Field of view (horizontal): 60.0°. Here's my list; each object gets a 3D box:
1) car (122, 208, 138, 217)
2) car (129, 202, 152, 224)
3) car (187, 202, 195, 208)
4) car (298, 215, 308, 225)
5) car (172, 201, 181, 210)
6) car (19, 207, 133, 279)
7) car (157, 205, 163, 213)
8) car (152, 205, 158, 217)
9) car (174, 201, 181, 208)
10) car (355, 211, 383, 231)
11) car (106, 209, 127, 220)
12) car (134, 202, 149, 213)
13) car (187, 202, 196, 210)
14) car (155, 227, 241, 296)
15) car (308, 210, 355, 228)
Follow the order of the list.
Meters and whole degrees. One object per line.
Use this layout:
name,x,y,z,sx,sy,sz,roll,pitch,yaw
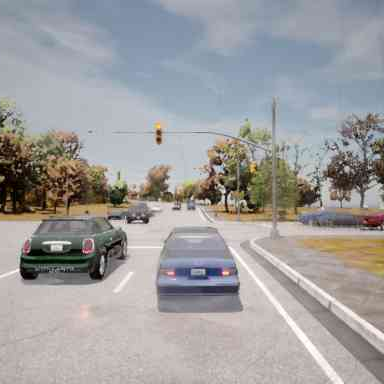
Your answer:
car,-10.703,3.520,57.899,1.895,1.301,4.718,0,-1,0
car,-6.087,2.434,36.554,2.150,2.045,5.566,0,-3,-13
car,-0.278,3.319,88.016,1.994,1.385,4.181,0,0,-4
car,13.179,2.531,33.186,5.008,1.535,1.882,0,-3,-1
car,-3.662,3.551,77.891,1.895,1.301,4.718,0,0,0
car,-3.438,1.488,10.572,2.097,1.767,4.553,0,-1,0
car,-7.143,3.516,68.916,1.812,1.442,4.674,0,0,0
car,-7.202,3.334,53.869,2.128,1.511,4.902,0,-1,0
car,-3.777,3.263,87.923,1.837,1.490,4.892,0,0,-4
car,15.953,2.201,26.068,5.008,1.535,1.882,0,-3,-3
car,-10.731,3.216,47.662,2.033,1.411,5.357,0,-2,-3
car,-10.647,3.213,70.496,2.150,2.045,5.566,0,0,0
car,-0.162,3.479,77.833,1.812,1.442,4.674,0,0,0
car,0.073,1.647,8.955,2.033,1.411,5.357,0,-1,-1
car,13.012,2.455,29.691,4.181,1.385,1.994,0,-3,-2
